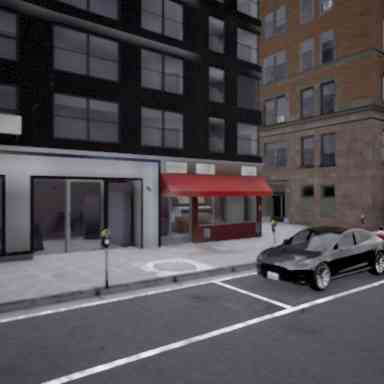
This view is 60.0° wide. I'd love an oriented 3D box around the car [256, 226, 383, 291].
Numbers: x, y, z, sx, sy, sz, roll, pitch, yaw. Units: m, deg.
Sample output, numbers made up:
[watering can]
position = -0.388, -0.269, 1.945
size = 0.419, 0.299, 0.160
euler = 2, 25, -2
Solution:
[car]
position = 3.703, 1.644, 9.188
size = 4.313, 1.339, 1.947
euler = 1, -1, -36
